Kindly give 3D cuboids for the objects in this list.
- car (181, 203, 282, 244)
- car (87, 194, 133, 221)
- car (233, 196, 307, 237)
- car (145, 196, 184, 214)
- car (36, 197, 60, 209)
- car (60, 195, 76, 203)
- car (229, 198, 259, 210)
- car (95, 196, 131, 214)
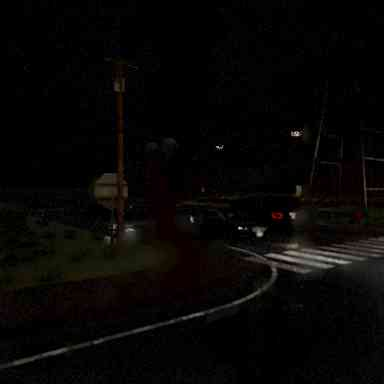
[{"bbox_3d":[1.663,1.503,16.064,2.128,1.511,4.902,0,0,-29],"label":"car"},{"bbox_3d":[-6.948,1.227,27.752,2.150,2.045,5.566,0,1,-37],"label":"car"},{"bbox_3d":[3.642,1.239,17.871,2.150,2.045,5.566,1,0,-24],"label":"car"},{"bbox_3d":[-2.692,1.527,35.715,4.193,1.474,1.816,0,0,-36],"label":"car"},{"bbox_3d":[-19.827,1.520,45.193,1.837,1.490,4.892,0,-1,-36],"label":"car"},{"bbox_3d":[-25.463,1.502,65.752,4.611,1.667,2.242,0,0,-36],"label":"car"},{"bbox_3d":[6.970,1.557,44.293,3.905,1.438,1.784,0,0,-36],"label":"car"},{"bbox_3d":[-8.702,1.368,36.520,2.097,1.767,4.553,0,0,-39],"label":"car"}]
